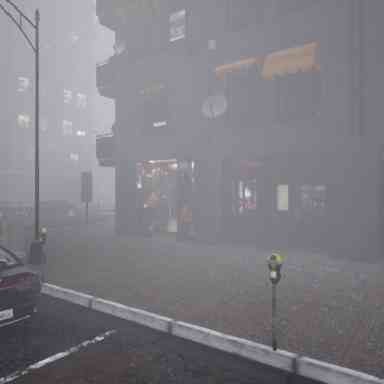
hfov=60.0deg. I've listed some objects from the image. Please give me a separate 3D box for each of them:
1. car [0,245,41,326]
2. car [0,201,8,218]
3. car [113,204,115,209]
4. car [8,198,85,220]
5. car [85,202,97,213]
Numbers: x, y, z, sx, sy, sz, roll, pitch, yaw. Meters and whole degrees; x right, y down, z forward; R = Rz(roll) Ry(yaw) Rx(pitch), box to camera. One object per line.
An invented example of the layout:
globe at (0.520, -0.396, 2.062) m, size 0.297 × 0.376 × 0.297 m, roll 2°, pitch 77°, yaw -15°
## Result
car at (-4.503, 1.551, 6.078) m, size 4.403 × 1.369 × 2.008 m, roll 0°, pitch 0°, yaw 35°
car at (-14.082, 1.350, 26.081) m, size 2.008 × 1.369 × 4.403 m, roll 1°, pitch 1°, yaw 35°
car at (-5.497, 1.190, 33.886) m, size 2.033 × 1.411 × 5.357 m, roll 0°, pitch 1°, yaw 35°
car at (-11.118, 1.284, 25.823) m, size 1.837 × 1.490 × 4.892 m, roll 0°, pitch 1°, yaw 35°
car at (-10.996, 1.250, 30.509) m, size 1.752 × 1.417 × 4.829 m, roll 1°, pitch 1°, yaw 35°
